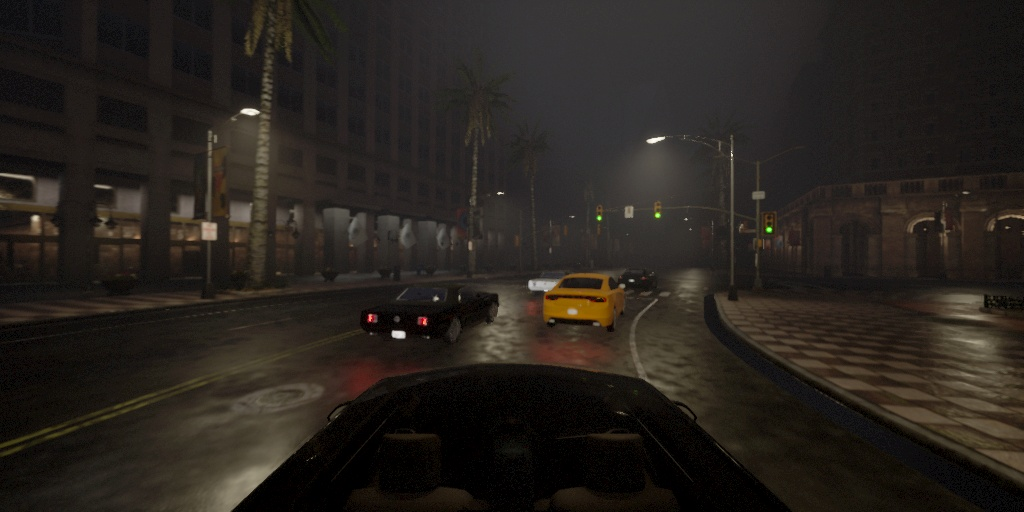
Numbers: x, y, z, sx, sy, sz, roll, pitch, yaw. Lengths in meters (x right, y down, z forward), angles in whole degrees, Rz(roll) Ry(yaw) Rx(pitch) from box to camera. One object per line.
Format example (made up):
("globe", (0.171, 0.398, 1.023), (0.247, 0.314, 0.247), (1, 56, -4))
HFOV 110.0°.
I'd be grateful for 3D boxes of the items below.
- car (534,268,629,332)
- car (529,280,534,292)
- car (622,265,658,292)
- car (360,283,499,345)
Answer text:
("car", (2.474, 1.296, 11.424), (1.882, 1.535, 5.008), (0, -1, 22))
("car", (2.690, 1.471, 19.948), (1.895, 1.301, 4.718), (0, 0, 27))
("car", (8.180, 1.478, 23.286), (1.994, 1.385, 4.181), (0, 0, 29))
("car", (-1.822, 1.391, 9.733), (1.895, 1.301, 4.718), (0, 0, 15))
